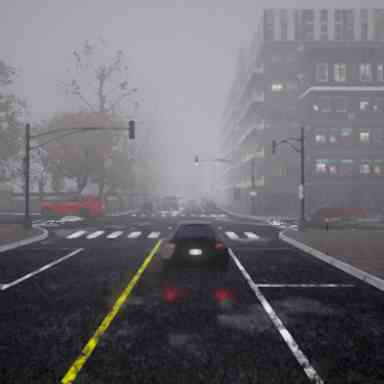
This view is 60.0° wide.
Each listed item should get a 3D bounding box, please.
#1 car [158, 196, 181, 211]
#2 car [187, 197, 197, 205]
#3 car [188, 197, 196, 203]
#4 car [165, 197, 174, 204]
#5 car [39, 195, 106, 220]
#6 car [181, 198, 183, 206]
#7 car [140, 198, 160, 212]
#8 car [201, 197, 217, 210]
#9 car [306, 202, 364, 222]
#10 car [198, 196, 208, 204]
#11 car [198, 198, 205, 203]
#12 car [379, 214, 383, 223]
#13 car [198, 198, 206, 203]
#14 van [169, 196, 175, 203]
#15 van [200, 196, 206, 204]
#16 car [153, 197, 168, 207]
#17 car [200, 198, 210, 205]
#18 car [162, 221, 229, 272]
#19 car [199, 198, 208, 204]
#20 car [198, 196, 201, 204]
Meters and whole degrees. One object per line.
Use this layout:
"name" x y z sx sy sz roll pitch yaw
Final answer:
"car" -3.074 1.563 47.419 2.150 2.045 5.566 0 -1 0
"car" 0.014 2.097 72.781 1.994 1.385 4.181 0 0 0
"car" 0.017 2.035 82.819 2.128 1.511 4.902 0 -1 0
"car" -5.671 2.075 83.096 1.967 1.590 4.097 0 0 0
"car" -10.145 1.271 28.420 5.566 2.045 2.150 1 -2 10
"car" -3.003 1.697 64.178 2.150 2.045 5.566 0 -1 0
"car" -5.679 1.878 43.685 1.947 1.339 4.313 0 0 0
"car" 2.702 1.900 49.313 1.887 1.381 4.507 0 0 0
"car" 13.472 1.818 31.359 5.009 1.841 2.192 1 -2 -1
"car" 2.709 1.950 83.095 2.192 1.841 5.009 0 0 0
"car" 2.710 2.280 94.354 1.887 1.381 4.507 0 -1 0
"car" 18.765 2.097 28.798 4.674 1.442 1.812 1 -1 0
"car" 2.709 2.235 88.724 2.008 1.369 4.403 0 -1 0
"van" -5.670 2.076 94.357 1.690 1.788 3.998 0 -1 0
"van" 2.704 1.741 54.946 1.690 1.788 3.998 0 0 0
"car" -5.676 1.760 60.577 2.192 1.841 5.009 0 0 0
"car" 2.706 2.090 71.834 2.008 1.369 4.403 0 0 0
"car" 0.101 1.638 11.101 1.994 1.385 4.181 0 -1 0
"car" 2.707 2.132 77.463 1.887 1.381 4.507 0 0 0
"car" 2.706 1.932 66.205 1.967 1.590 4.097 0 0 0
